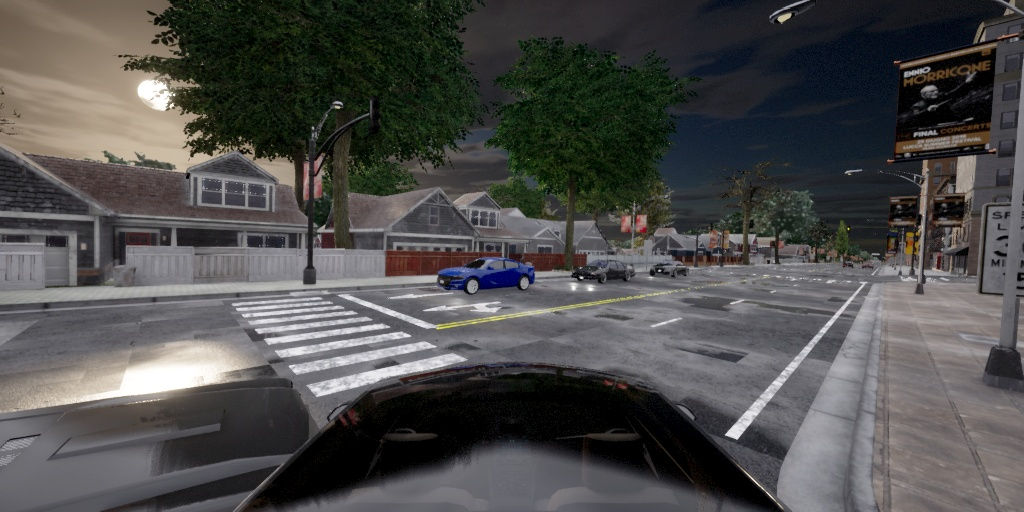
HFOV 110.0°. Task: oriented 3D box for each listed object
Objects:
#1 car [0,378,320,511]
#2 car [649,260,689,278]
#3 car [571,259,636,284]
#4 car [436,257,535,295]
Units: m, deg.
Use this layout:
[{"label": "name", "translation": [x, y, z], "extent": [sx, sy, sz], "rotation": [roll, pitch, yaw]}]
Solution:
[{"label": "car", "translation": [-3.314, 1.285, 1.322], "extent": [4.718, 1.301, 1.895], "rotation": [1, 2, -34]}, {"label": "car", "translation": [13.332, 1.019, 30.300], "extent": [4.181, 1.385, 1.994], "rotation": [1, 2, -44]}, {"label": "car", "translation": [6.114, 0.937, 23.400], "extent": [5.357, 1.411, 2.033], "rotation": [0, 2, -44]}, {"label": "car", "translation": [-1.073, 0.805, 16.501], "extent": [5.008, 1.535, 1.882], "rotation": [0, 2, -44]}]
